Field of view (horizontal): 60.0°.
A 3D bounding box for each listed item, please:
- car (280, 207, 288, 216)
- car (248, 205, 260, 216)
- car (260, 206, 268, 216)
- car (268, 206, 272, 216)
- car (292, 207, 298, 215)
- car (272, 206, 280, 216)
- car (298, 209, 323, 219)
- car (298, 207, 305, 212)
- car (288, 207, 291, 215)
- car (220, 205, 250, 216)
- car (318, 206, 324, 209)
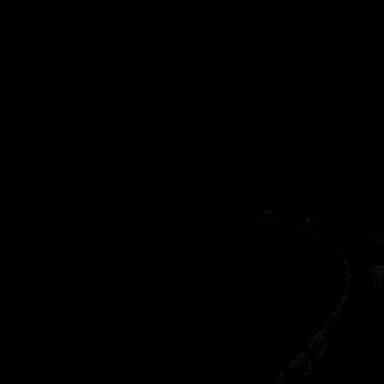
[{"bbox_3d":[17.414,4.133,72.718,5.566,2.045,2.435,0,-3,22],"label":"car"},{"bbox_3d":[9.462,3.556,63.858,5.566,2.045,2.435,1,-2,21],"label":"car"},{"bbox_3d":[11.480,3.707,66.076,5.566,2.045,2.435,1,-3,21],"label":"car"},{"bbox_3d":[13.387,3.981,68.309,4.553,1.767,2.185,1,-3,21],"label":"car"},{"bbox_3d":[21.357,4.648,77.114,4.792,1.488,2.163,0,-2,22],"label":"car"},{"bbox_3d":[15.212,4.245,70.566,5.366,1.575,1.946,0,-2,22],"label":"car"},{"bbox_3d":[20.779,4.129,57.895,1.895,1.301,4.718,0,-3,41],"label":"car"},{"bbox_3d":[23.378,4.470,79.307,5.566,2.045,2.435,0,-2,23],"label":"car"},{"bbox_3d":[19.409,4.381,74.908,4.553,1.767,2.185,0,-2,22],"label":"car"},{"bbox_3d":[7.533,3.659,61.600,4.892,1.521,2.231,1,-2,21],"label":"car"},{"bbox_3d":[31.383,5.045,88.015,5.366,1.575,1.946,0,-1,24],"label":"car"}]
